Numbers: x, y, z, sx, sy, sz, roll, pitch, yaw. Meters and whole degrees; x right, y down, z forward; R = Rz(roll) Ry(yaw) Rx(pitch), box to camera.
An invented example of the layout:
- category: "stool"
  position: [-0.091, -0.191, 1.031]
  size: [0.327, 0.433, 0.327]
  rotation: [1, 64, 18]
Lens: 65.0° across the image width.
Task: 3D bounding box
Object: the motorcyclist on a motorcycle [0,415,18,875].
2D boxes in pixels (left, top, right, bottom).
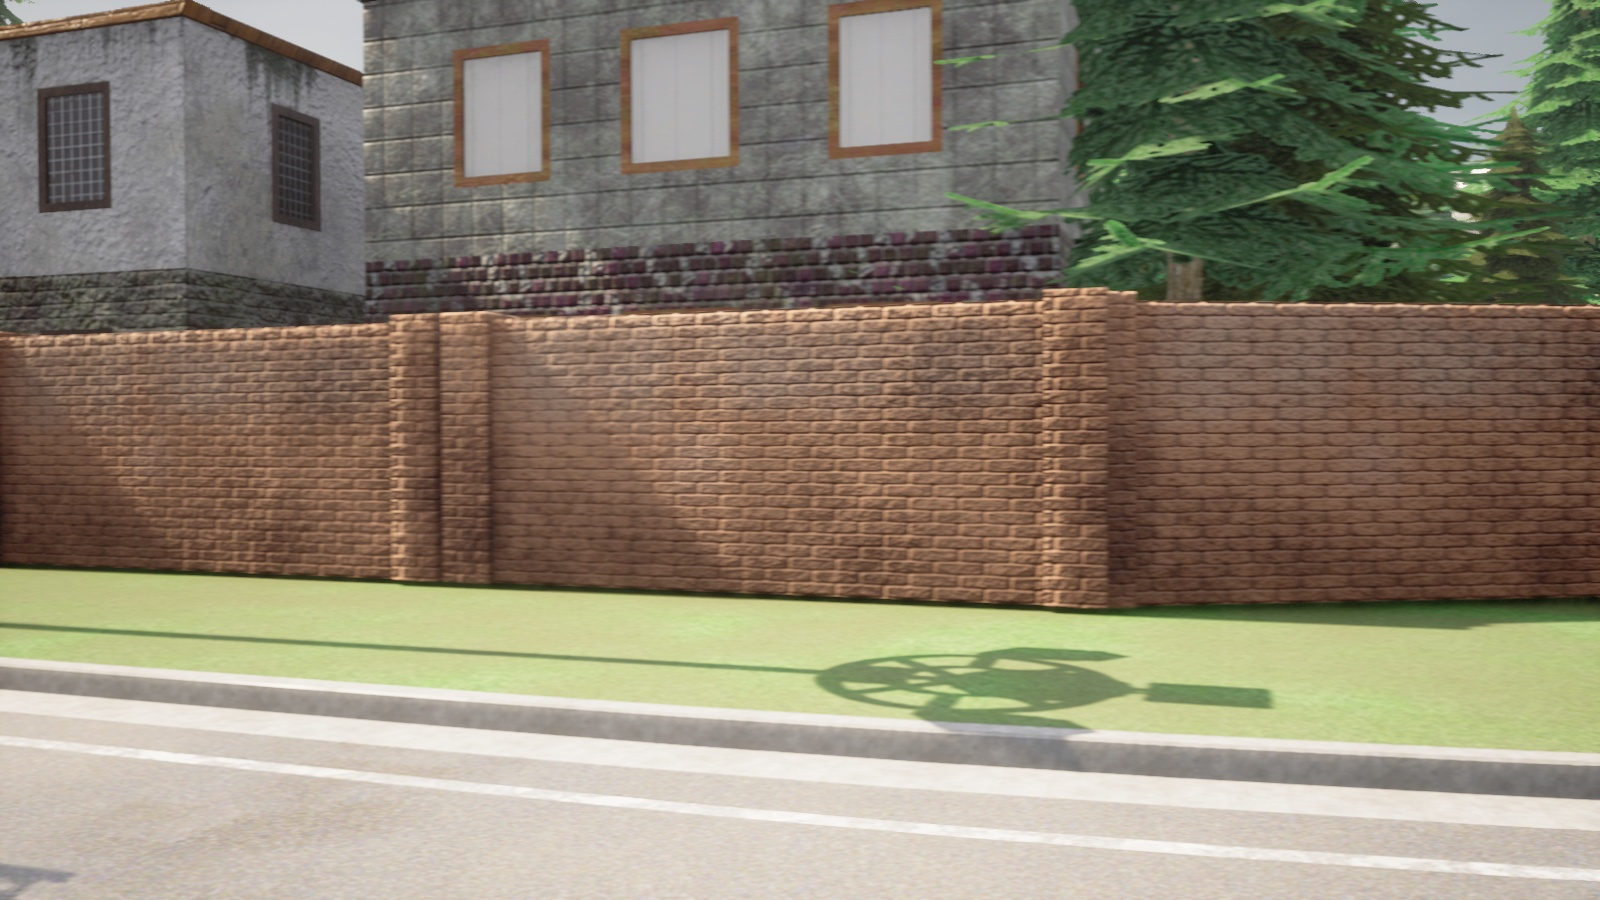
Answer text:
- category: "motorcyclist on a motorcycle"
  position: [-4.071, 0.689, 4.562]
  size: [2.350, 1.649, 0.766]
  rotation: [1, 1, 19]
